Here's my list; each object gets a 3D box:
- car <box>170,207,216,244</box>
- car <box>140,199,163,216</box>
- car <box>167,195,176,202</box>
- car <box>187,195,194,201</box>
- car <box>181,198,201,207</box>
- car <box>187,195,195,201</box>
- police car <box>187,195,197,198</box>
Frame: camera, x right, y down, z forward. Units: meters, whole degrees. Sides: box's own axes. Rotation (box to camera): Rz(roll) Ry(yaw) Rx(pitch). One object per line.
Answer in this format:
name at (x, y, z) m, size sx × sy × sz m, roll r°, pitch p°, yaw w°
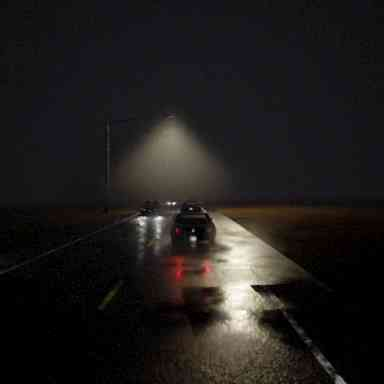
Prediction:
car at (0.044, 1.587, 15.651) m, size 1.895 × 1.301 × 4.718 m, roll 0°, pitch 0°, yaw 0°
car at (-3.793, 1.483, 31.914) m, size 1.837 × 1.490 × 4.892 m, roll 0°, pitch 0°, yaw -1°
car at (-4.467, 1.462, 73.241) m, size 2.128 × 1.511 × 4.902 m, roll 0°, pitch 0°, yaw -1°
car at (-0.347, 1.530, 88.304) m, size 1.812 × 1.442 × 4.674 m, roll 0°, pitch 0°, yaw -2°
car at (-0.111, 1.542, 33.032) m, size 1.994 × 1.385 × 4.181 m, roll 0°, pitch 0°, yaw -1°
car at (-0.166, 1.502, 82.301) m, size 1.837 × 1.490 × 4.892 m, roll 0°, pitch 0°, yaw -2°
police car at (0.106, 1.414, 72.404) m, size 1.930 × 1.638 × 5.238 m, roll 0°, pitch 0°, yaw -1°
